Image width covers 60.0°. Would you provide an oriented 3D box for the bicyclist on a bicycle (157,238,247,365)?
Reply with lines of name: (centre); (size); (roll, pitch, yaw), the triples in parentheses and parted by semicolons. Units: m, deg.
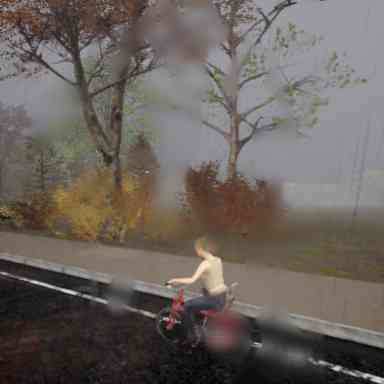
bicyclist on a bicycle: (0.076, 1.434, 4.612); (1.509, 1.612, 0.866); (0, 0, 35)
